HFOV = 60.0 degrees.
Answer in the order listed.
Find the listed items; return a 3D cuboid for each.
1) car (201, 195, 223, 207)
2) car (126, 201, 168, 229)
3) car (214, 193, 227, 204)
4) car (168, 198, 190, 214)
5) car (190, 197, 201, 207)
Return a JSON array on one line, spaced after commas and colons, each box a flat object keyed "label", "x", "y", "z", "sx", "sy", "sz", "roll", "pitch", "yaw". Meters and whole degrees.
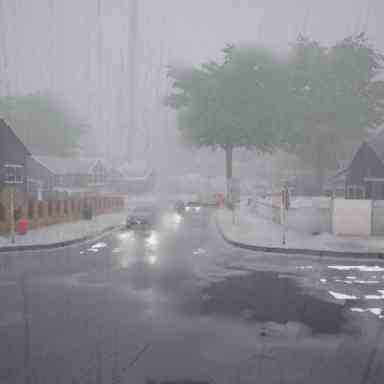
[{"label": "car", "x": 3.100, "y": 1.602, "z": 51.499, "sx": 1.994, "sy": 1.385, "sz": 4.181, "roll": 0, "pitch": 0, "yaw": 12}, {"label": "car", "x": -2.955, "y": 1.499, "z": 21.587, "sx": 1.837, "sy": 1.490, "sz": 4.892, "roll": 0, "pitch": 0, "yaw": 2}, {"label": "car", "x": 5.176, "y": 1.254, "z": 61.223, "sx": 2.150, "sy": 2.045, "sz": 5.566, "roll": 1, "pitch": 0, "yaw": 14}, {"label": "car", "x": -1.916, "y": 1.499, "z": 36.360, "sx": 2.128, "sy": 1.511, "sz": 4.902, "roll": 0, "pitch": 0, "yaw": 7}, {"label": "car", "x": 0.410, "y": 1.493, "z": 52.070, "sx": 1.882, "sy": 1.535, "sz": 5.008, "roll": 0, "pitch": 0, "yaw": 11}]
